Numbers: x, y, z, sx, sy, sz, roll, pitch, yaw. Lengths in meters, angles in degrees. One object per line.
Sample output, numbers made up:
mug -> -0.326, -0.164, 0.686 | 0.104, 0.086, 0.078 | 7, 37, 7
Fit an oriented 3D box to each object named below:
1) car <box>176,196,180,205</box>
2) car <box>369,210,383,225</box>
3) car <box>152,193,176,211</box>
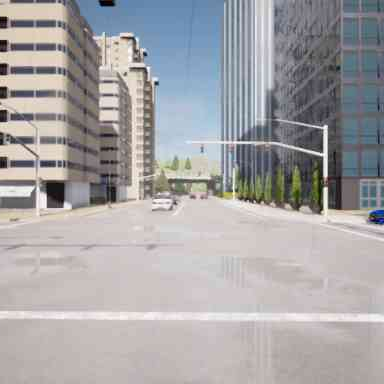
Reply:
car -> -3.454, 1.465, 55.456 | 1.882, 1.535, 5.008 | 0, 0, 0
car -> 14.097, 1.423, 21.402 | 5.008, 1.535, 1.882 | 0, 0, 0
car -> -3.503, 1.206, 39.968 | 2.150, 2.045, 5.566 | 0, 1, 0
